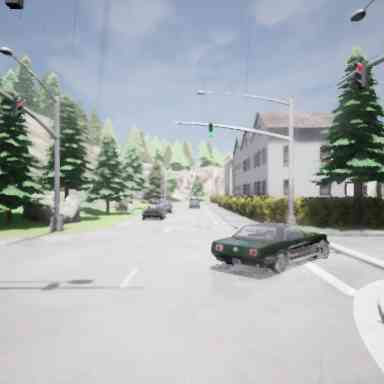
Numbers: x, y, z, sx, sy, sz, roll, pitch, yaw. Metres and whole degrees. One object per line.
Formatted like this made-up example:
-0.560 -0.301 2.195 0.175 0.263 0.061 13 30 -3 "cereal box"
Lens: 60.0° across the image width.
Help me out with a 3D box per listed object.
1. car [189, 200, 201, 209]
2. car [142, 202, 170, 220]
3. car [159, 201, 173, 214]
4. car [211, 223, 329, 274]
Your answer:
0.417 1.989 54.879 2.033 1.411 5.357 0 0 1 "car"
-3.423 1.847 30.712 1.895 1.301 4.718 0 0 0 "car"
-3.348 1.820 40.905 2.128 1.511 4.902 0 0 1 "car"
2.836 1.706 11.117 1.895 1.301 4.718 -1 -1 44 "car"
